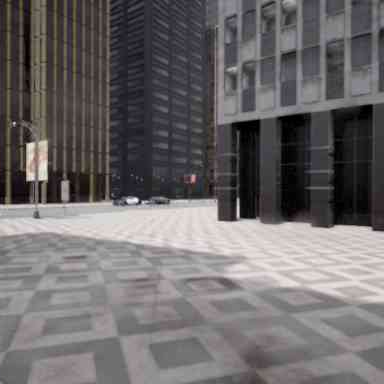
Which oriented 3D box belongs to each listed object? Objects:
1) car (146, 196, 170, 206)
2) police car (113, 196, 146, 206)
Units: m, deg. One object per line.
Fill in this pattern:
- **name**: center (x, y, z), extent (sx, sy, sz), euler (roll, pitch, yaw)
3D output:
- **car**: center (-5.586, 1.437, 52.802), extent (2.128, 1.511, 4.902), euler (0, 0, 36)
- **police car**: center (-10.136, 1.427, 51.938), extent (2.038, 1.542, 4.974), euler (0, 0, 36)
